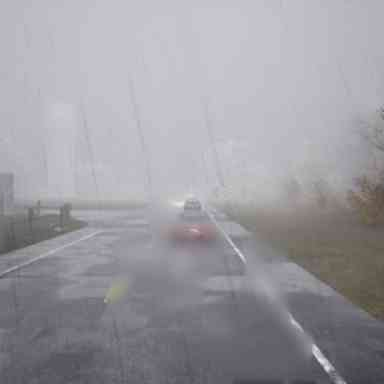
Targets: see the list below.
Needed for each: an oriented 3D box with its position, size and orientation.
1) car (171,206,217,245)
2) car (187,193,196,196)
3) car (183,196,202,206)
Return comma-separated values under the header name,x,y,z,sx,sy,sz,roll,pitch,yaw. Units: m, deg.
name,x,y,z,sx,sy,sz,roll,pitch,yaw
car,0.088,1.566,15.451,1.994,1.385,4.181,0,0,0
car,-0.058,1.548,81.984,1.994,1.385,4.181,0,0,0
car,0.083,1.490,37.142,2.128,1.511,4.902,0,0,0
